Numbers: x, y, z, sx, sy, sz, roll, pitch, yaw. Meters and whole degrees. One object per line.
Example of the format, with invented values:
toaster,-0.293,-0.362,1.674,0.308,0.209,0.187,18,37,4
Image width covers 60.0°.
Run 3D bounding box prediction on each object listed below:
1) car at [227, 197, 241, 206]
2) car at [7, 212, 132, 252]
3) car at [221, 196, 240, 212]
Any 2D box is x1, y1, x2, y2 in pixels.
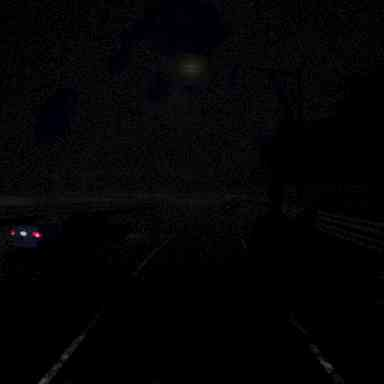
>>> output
car,7.372,1.626,58.935,2.033,1.411,5.357,0,0,3
car,-4.831,1.536,14.046,2.033,1.411,5.357,0,0,27
car,4.622,1.545,39.994,2.128,1.511,4.902,0,0,13
